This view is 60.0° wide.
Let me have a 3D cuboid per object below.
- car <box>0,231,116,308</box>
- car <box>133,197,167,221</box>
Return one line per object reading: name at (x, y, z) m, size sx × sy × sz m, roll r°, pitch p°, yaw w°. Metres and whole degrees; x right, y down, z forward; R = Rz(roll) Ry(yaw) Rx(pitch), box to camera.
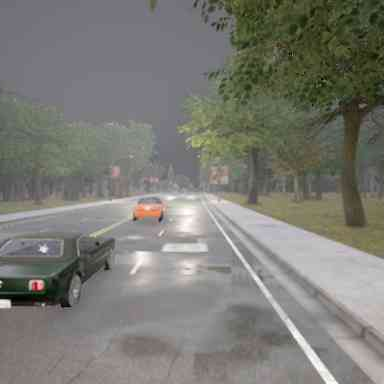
car at (-3.143, 1.553, 7.731) m, size 1.895 × 1.301 × 4.718 m, roll 0°, pitch 0°, yaw 0°
car at (-3.083, 1.162, 25.245) m, size 2.097 × 1.767 × 4.553 m, roll 0°, pitch 0°, yaw 0°
